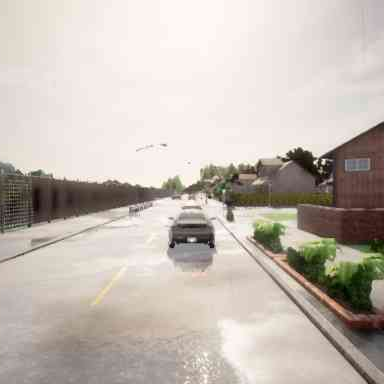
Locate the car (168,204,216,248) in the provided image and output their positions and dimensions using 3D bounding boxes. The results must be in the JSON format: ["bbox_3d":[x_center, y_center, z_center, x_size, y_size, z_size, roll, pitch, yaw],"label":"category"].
[{"bbox_3d":[0.000,1.514,14.650,1.837,1.490,4.892,0,0,0],"label":"car"}]

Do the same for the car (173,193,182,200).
[{"bbox_3d":[-3.984,1.222,90.571,2.150,2.045,5.566,0,0,0],"label":"car"}]

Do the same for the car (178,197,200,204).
[{"bbox_3d":[0.000,1.493,29.650,2.128,1.511,4.902,0,0,0],"label":"car"}]

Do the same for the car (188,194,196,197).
[{"bbox_3d":[0.013,1.246,84.353,2.097,1.767,4.553,0,0,0],"label":"car"}]
